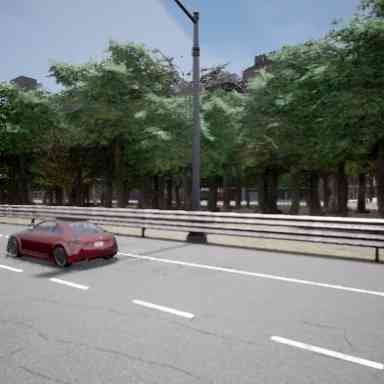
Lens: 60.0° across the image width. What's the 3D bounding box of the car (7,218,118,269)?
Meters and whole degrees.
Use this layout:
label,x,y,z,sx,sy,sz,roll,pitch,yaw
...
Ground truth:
label,x,y,z,sx,sy,sz,roll,pitch,yaw
car,-4.485,1.579,11.379,4.181,1.385,1.994,0,0,36
